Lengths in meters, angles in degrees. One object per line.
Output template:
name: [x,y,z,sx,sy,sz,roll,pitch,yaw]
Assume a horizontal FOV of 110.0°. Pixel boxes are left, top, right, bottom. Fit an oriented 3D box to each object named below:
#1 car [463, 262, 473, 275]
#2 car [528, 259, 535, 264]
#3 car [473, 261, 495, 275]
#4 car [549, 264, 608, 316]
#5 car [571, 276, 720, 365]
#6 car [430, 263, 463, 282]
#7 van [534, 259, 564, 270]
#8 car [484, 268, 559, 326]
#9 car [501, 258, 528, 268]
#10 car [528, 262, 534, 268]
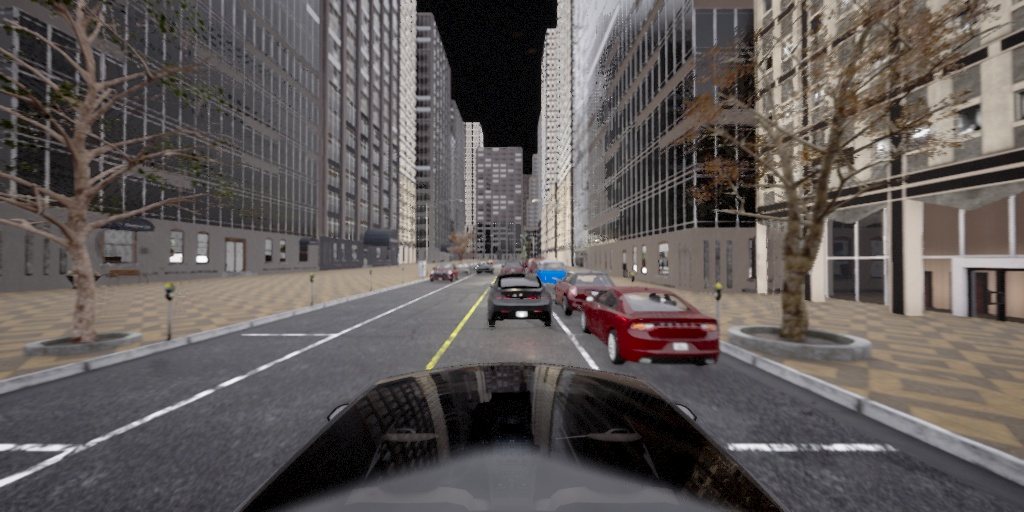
car: [-5.684,1.474,41.784,2.007,1.370,4.403,0,0,0]
car: [2.696,1.215,36.168,2.192,1.841,5.009,0,0,0]
car: [-3.040,1.522,41.297,1.895,1.301,4.718,0,0,1]
car: [2.693,1.243,13.602,1.967,1.591,4.097,0,0,0]
car: [2.692,1.323,7.961,1.888,1.381,4.507,0,0,0]
car: [-5.685,1.316,30.499,1.967,1.591,4.097,0,0,0]
van: [2.694,1.193,24.885,1.690,1.789,3.998,0,0,0]
car: [0.175,1.299,11.833,1.837,1.490,4.892,0,0,-2]
car: [0.103,1.238,32.848,2.097,1.767,4.553,0,0,0]
car: [2.695,1.427,30.526,2.007,1.370,4.403,0,0,0]
